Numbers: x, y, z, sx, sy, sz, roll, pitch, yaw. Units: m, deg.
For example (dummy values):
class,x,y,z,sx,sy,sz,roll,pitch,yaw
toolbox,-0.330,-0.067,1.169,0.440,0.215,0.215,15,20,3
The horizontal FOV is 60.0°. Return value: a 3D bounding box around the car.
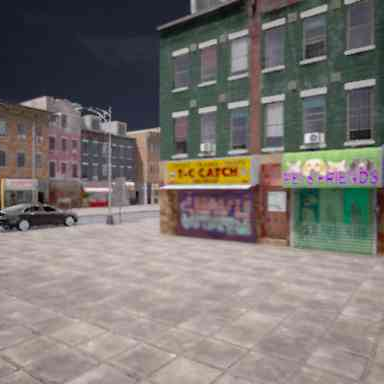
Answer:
class,x,y,z,sx,sy,sz,roll,pitch,yaw
car,-9.255,1.455,20.173,1.837,1.490,4.892,0,0,35
